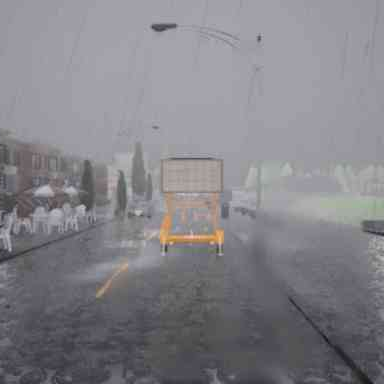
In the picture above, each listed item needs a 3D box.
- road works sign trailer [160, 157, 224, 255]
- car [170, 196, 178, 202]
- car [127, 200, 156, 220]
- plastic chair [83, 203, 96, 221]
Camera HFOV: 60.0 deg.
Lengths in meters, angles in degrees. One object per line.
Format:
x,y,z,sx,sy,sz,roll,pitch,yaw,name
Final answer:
-0.001,0.439,13.124,2.380,3.560,2.880,0,0,0,road works sign trailer
-4.005,1.446,70.135,1.895,1.301,4.718,0,0,0,car
-4.100,1.438,27.700,2.128,1.511,4.902,0,0,0,car
-7.448,1.459,24.153,0.730,1.271,0.750,0,0,-40,plastic chair
